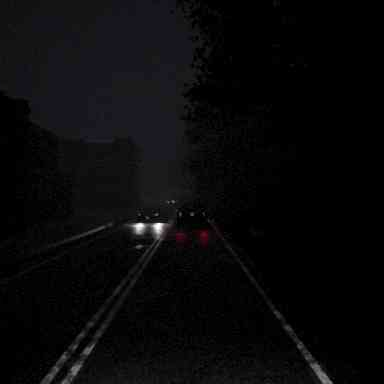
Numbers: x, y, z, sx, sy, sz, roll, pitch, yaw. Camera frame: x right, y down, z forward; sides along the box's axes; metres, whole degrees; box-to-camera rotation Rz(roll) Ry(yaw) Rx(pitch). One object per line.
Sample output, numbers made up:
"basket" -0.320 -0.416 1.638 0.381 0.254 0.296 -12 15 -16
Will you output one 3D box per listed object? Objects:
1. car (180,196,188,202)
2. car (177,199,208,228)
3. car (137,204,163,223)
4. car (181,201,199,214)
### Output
"car" -2.189 1.679 85.716 1.994 1.385 4.181 0 1 -3
"car" -0.002 1.553 24.159 2.097 1.767 4.553 0 0 0
"car" -3.469 1.756 28.177 1.812 1.442 4.674 0 0 0
"car" -0.297 1.868 41.915 2.033 1.411 5.357 0 0 -1
